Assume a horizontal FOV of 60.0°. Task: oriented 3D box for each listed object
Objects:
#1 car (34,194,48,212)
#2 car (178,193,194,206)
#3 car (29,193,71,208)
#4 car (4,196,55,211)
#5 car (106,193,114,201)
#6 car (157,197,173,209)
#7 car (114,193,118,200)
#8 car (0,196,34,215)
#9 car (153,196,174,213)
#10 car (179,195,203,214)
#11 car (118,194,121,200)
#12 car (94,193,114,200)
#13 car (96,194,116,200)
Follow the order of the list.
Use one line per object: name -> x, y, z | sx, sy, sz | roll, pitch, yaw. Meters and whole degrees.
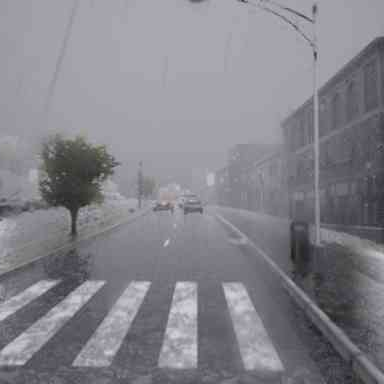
car -> -16.688, 1.165, 31.726 | 4.892, 1.521, 2.231 | 0, 1, -22
car -> -0.705, 1.153, 46.235 | 2.150, 2.045, 5.566 | 1, 0, -5
car -> -17.255, 1.005, 40.560 | 4.553, 1.767, 2.185 | 0, 0, -24
car -> -16.848, 1.192, 34.681 | 4.674, 1.452, 2.002 | 0, 0, -23
car -> -21.228, 1.178, 75.908 | 5.008, 1.535, 2.097 | 1, 0, -27
car -> -3.652, 1.421, 45.414 | 2.033, 1.411, 5.357 | 1, 0, -5
car -> -21.816, 1.253, 81.904 | 5.366, 1.575, 1.946 | 1, -1, -27
car -> -16.603, 1.206, 28.761 | 4.792, 1.488, 2.163 | 0, 1, -22
car -> -2.993, 1.238, 35.528 | 2.097, 1.767, 4.553 | 1, 0, -3
car -> 0.055, 1.428, 34.647 | 2.128, 1.511, 4.902 | 1, 0, -3
car -> -23.069, 1.163, 90.694 | 5.566, 2.045, 2.435 | 1, -2, -27
car -> -22.377, 1.176, 84.754 | 4.553, 1.767, 2.185 | 1, -1, -27
car -> -22.725, 1.394, 87.715 | 4.674, 1.452, 2.002 | 1, -1, -27
